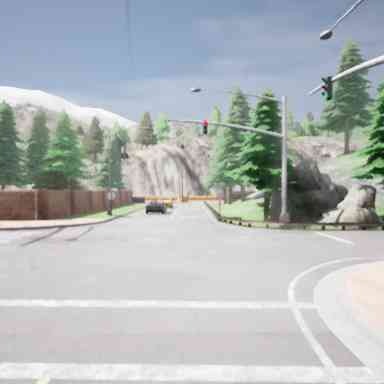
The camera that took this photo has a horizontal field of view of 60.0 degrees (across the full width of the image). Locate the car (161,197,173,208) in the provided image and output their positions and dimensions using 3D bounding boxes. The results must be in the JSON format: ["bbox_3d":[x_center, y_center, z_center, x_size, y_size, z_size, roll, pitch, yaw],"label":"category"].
[{"bbox_3d":[-3.667,1.420,45.860,1.882,1.535,5.008,0,0,0],"label":"car"}]

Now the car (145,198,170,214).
[{"bbox_3d":[-3.655,1.557,34.471,1.895,1.301,4.718,0,0,0],"label":"car"}]
